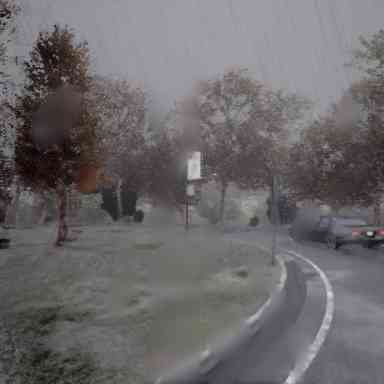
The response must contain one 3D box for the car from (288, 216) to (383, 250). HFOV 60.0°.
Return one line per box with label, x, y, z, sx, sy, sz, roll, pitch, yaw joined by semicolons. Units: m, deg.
car;6.507;1.800;15.505;2.033;1.411;5.357;0;-3;-11
